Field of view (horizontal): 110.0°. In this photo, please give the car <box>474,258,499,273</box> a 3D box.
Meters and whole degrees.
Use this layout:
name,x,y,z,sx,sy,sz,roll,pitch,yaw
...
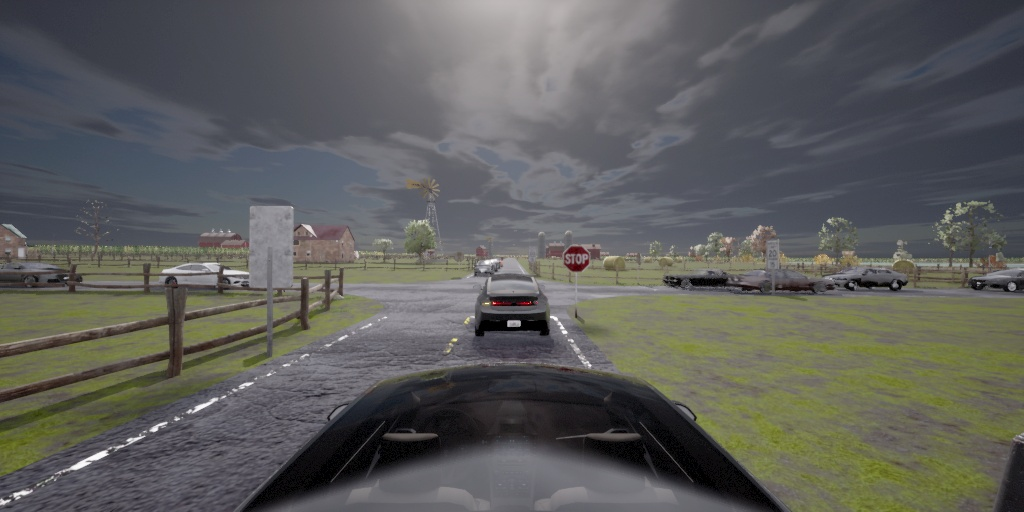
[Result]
name,x,y,z,sx,sy,sz,roll,pitch,yaw
car,-2.809,1.243,37.069,2.128,1.511,4.902,0,0,0

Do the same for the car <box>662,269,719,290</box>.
name,x,y,z,sx,sy,sz,roll,pitch,yaw
car,12.522,1.503,23.618,4.718,1.301,1.895,1,-1,-2

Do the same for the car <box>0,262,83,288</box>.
name,x,y,z,sx,sy,sz,roll,pitch,yaw
car,-27.170,1.039,20.239,4.181,1.385,1.994,1,-1,-1

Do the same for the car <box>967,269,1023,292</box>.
name,x,y,z,sx,sy,sz,roll,pitch,yaw
car,33.550,1.604,23.922,4.892,1.490,1.837,1,-1,0

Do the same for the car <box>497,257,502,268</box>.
name,x,y,z,sx,sy,sz,roll,pitch,yaw
car,-2.789,1.241,46.514,2.128,1.511,4.902,0,0,0

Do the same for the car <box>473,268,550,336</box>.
name,x,y,z,sx,sy,sz,roll,pitch,yaw
car,-0.061,1.256,10.378,1.837,1.490,4.892,0,0,-3

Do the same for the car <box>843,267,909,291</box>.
name,x,y,z,sx,sy,sz,roll,pitch,yaw
car,23.228,1.495,23.804,4.902,1.511,2.128,1,-1,-1

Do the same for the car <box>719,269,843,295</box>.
name,x,y,z,sx,sy,sz,roll,pitch,yaw
car,15.427,1.447,20.763,5.357,1.411,2.033,1,-1,-1

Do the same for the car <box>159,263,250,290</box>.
name,x,y,z,sx,sy,sz,roll,pitch,yaw
car,-17.217,1.103,20.359,4.674,1.442,1.812,1,-1,-1
